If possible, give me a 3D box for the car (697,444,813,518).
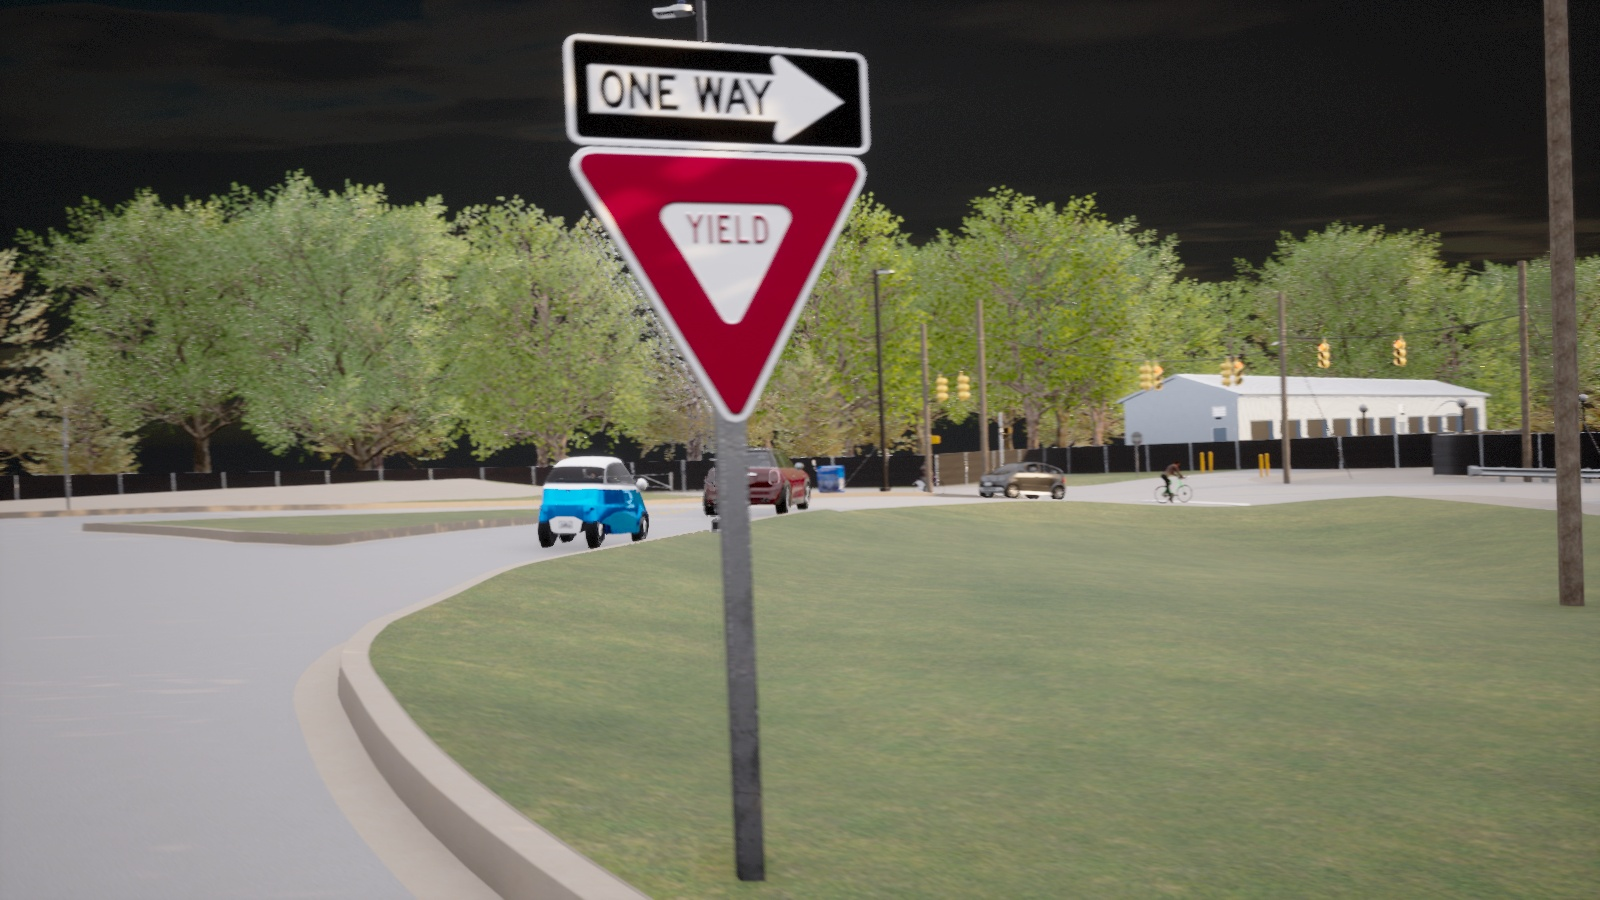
[{"bbox_3d":[-1.075,0.754,32.829,2.097,1.767,4.553,-2,0,10],"label":"car"}]

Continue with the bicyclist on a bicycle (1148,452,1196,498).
[{"bbox_3d":[14.020,0.937,47.315,1.656,1.620,0.582,-3,2,-18],"label":"bicyclist on a bicycle"}]

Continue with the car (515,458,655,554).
[{"bbox_3d":[-3.265,0.833,19.391,1.481,1.376,2.207,-1,-1,9],"label":"car"}]

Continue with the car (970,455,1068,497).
[{"bbox_3d":[8.883,1.089,50.851,3.705,1.549,1.789,3,-3,-33],"label":"car"}]
